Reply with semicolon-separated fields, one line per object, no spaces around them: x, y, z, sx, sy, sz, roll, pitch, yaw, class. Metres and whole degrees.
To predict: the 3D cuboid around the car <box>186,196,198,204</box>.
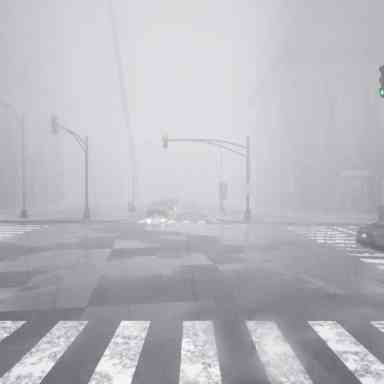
-0.021;1.514;62.620;1.812;1.442;4.674;0;0;0;car

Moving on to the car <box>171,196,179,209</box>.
-3.128;1.538;41.363;2.033;1.411;5.357;0;0;0;car

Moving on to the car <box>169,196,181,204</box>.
-3.068;1.466;61.938;1.882;1.535;5.008;0;0;1;car

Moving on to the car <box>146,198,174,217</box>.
-3.123;1.540;31.290;2.033;1.411;5.357;0;0;0;car

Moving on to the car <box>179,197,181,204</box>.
-3.115;1.553;51.446;1.994;1.385;4.181;0;0;1;car

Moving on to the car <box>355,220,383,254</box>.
8.653;1.674;12.866;4.181;1.385;1.994;0;1;0;car
